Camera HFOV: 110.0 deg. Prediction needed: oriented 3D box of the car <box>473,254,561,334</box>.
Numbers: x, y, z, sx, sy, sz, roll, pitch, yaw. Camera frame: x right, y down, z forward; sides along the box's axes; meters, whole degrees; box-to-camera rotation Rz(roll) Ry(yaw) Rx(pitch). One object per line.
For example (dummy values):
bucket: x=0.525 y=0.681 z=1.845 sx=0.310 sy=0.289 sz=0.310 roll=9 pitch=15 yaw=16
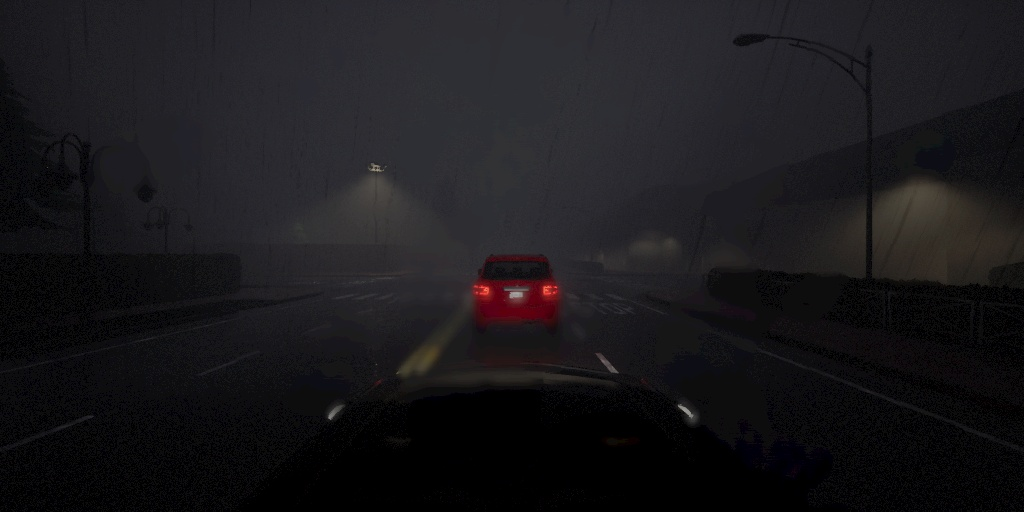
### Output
car: x=0.121 y=0.971 z=10.734 sx=2.150 sy=2.045 sz=5.566 roll=0 pitch=0 yaw=0

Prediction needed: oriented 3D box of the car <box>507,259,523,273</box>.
car: x=0.353 y=1.228 z=45.586 sx=1.882 sy=1.535 sz=5.008 roll=0 pitch=0 yaw=1
